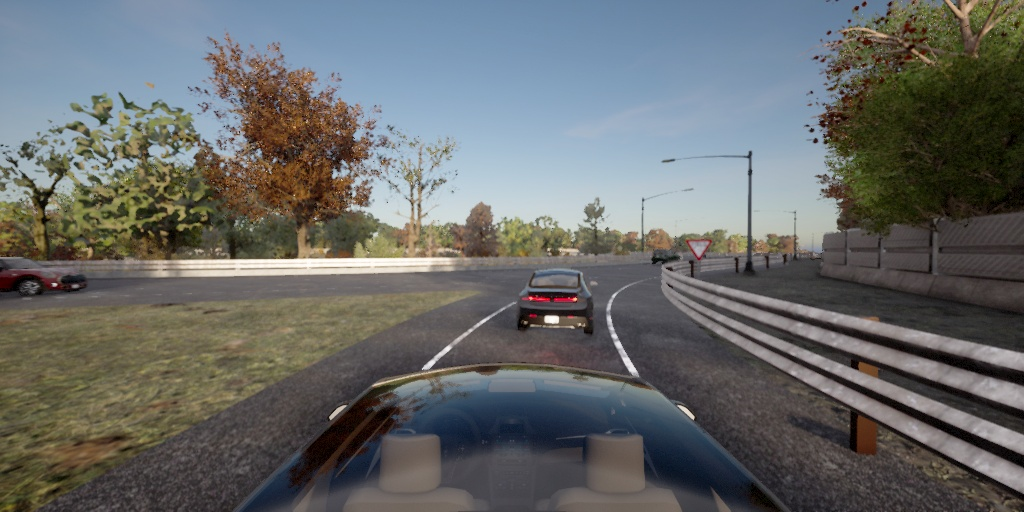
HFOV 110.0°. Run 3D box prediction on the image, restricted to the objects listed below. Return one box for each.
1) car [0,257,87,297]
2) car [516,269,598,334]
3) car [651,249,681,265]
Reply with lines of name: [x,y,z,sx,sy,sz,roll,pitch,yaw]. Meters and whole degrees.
car: [-22.462,0.832,16.056,4.553,1.767,2.097,0,1,-16]
car: [1.342,1.115,10.177,1.837,1.490,4.892,0,1,11]
car: [21.033,0.117,48.962,2.150,2.045,5.566,1,2,45]
